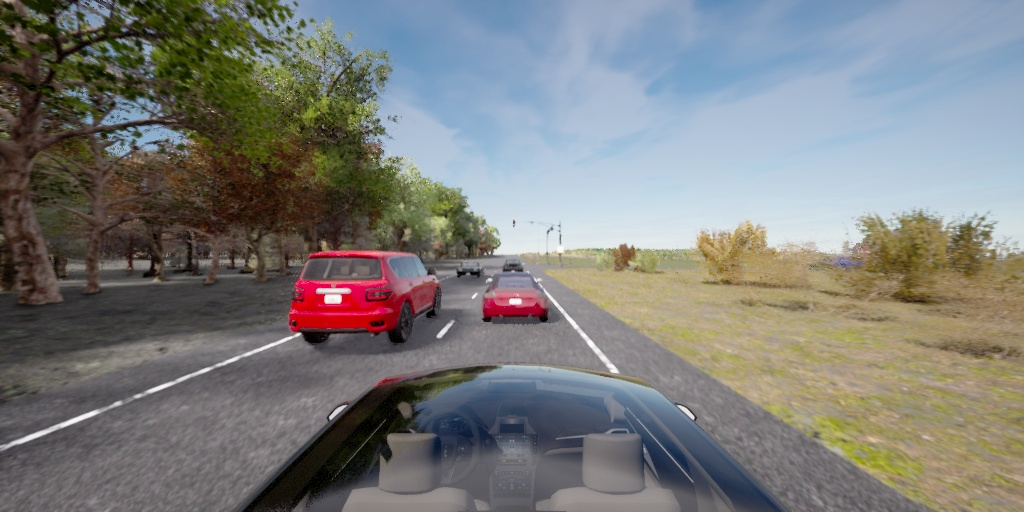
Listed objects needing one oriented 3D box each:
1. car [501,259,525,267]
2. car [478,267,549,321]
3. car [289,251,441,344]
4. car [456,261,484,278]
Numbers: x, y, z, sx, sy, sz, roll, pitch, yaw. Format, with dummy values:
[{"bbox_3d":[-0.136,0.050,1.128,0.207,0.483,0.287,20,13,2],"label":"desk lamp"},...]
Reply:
[{"bbox_3d":[0.095,0.993,31.271,1.837,1.490,4.892,0,0,0],"label":"car"},{"bbox_3d":[0.098,1.224,12.039,1.994,1.385,4.181,0,1,0],"label":"car"},{"bbox_3d":[-3.402,0.902,9.500,2.150,2.045,5.566,0,0,0],"label":"car"},{"bbox_3d":[-3.408,1.100,30.211,1.895,1.301,4.718,0,1,0],"label":"car"}]
